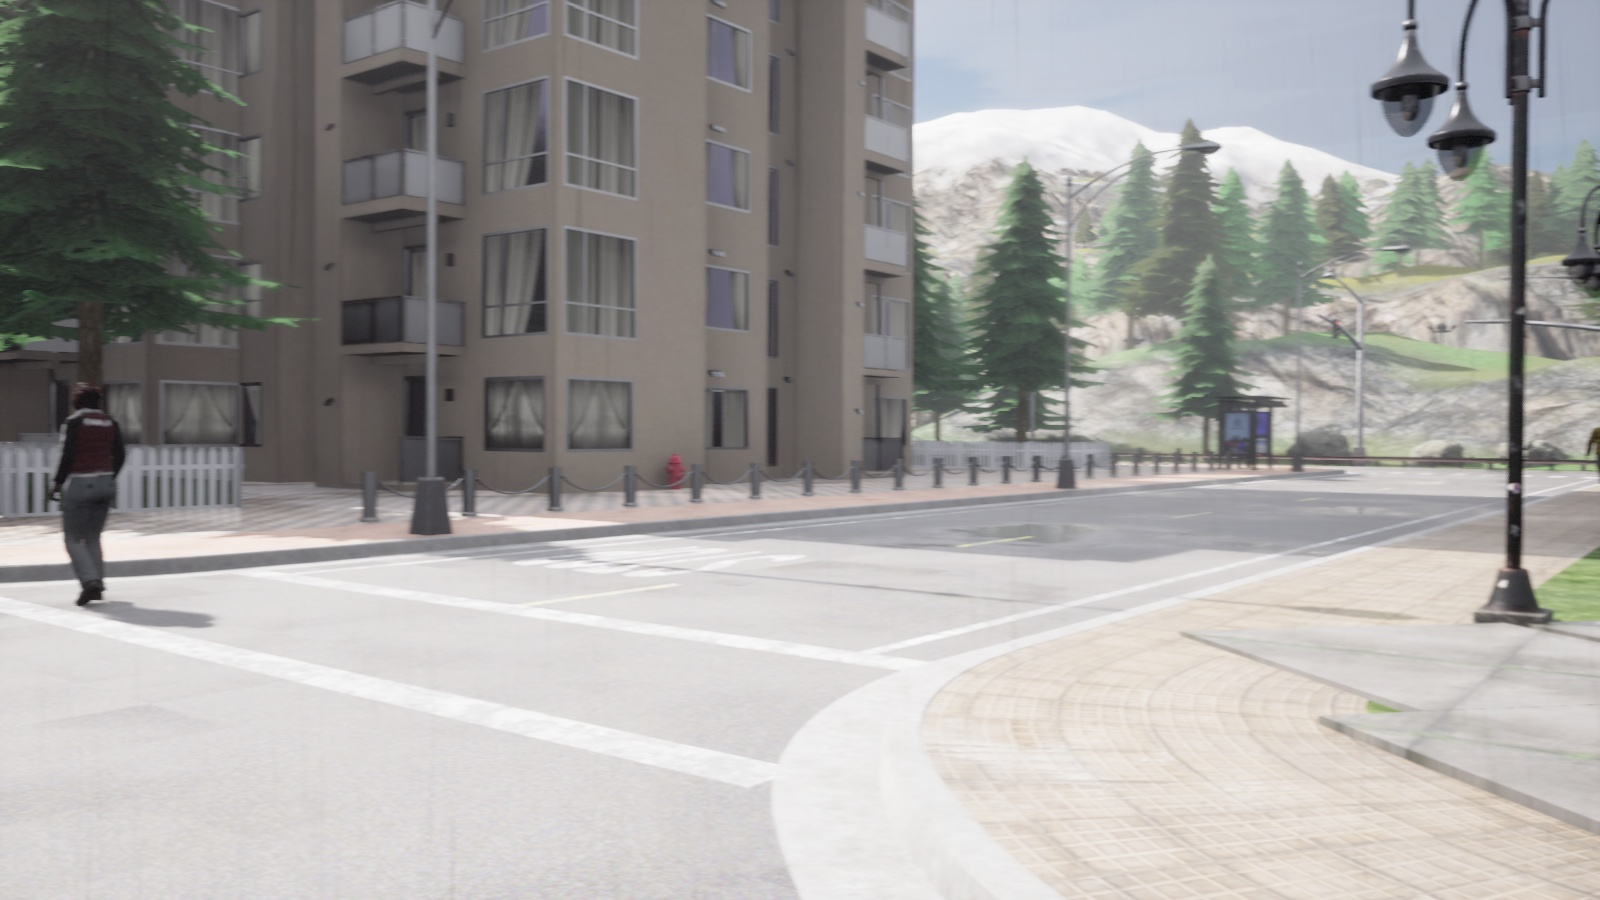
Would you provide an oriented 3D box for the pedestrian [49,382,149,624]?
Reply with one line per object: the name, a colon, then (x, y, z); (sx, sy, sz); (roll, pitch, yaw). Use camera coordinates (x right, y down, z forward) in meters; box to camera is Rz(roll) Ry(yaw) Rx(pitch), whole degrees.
pedestrian: (-5.771, 0.420, 10.339); (0.666, 1.930, 0.402); (0, 1, 30)
